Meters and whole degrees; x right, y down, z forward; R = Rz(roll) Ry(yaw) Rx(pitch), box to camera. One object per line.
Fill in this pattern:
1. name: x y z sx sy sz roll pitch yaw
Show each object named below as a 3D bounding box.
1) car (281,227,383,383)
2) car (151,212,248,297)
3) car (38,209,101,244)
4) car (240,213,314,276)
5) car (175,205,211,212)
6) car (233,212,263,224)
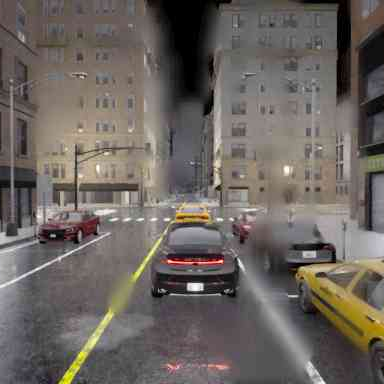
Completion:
1. car: 2.868 1.524 4.793 1.752 1.417 4.829 -1 0 0
2. car: 0.073 1.503 8.557 1.837 1.490 4.892 0 0 0
3. car: -5.664 1.540 15.802 1.887 1.381 4.507 -1 0 0
4. car: 2.875 1.563 10.210 1.947 1.339 4.313 -1 0 0
5. car: 0.051 1.472 18.984 1.882 1.535 5.008 0 0 1
6. car: 2.881 1.577 15.796 1.802 1.307 4.206 -1 0 0
